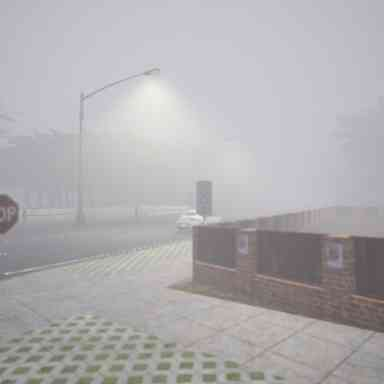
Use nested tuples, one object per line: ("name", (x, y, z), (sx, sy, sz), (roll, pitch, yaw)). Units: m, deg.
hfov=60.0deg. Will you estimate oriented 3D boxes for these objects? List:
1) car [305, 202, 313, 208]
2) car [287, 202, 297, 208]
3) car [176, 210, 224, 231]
("car", (27.818, 3.037, 79.061), (2.033, 1.411, 5.357), (0, -1, 21))
("car", (24.316, 3.065, 80.798), (2.128, 1.511, 4.902), (0, -1, 24))
("car", (0.644, 1.988, 23.596), (1.812, 1.442, 4.674), (0, -1, 31))
